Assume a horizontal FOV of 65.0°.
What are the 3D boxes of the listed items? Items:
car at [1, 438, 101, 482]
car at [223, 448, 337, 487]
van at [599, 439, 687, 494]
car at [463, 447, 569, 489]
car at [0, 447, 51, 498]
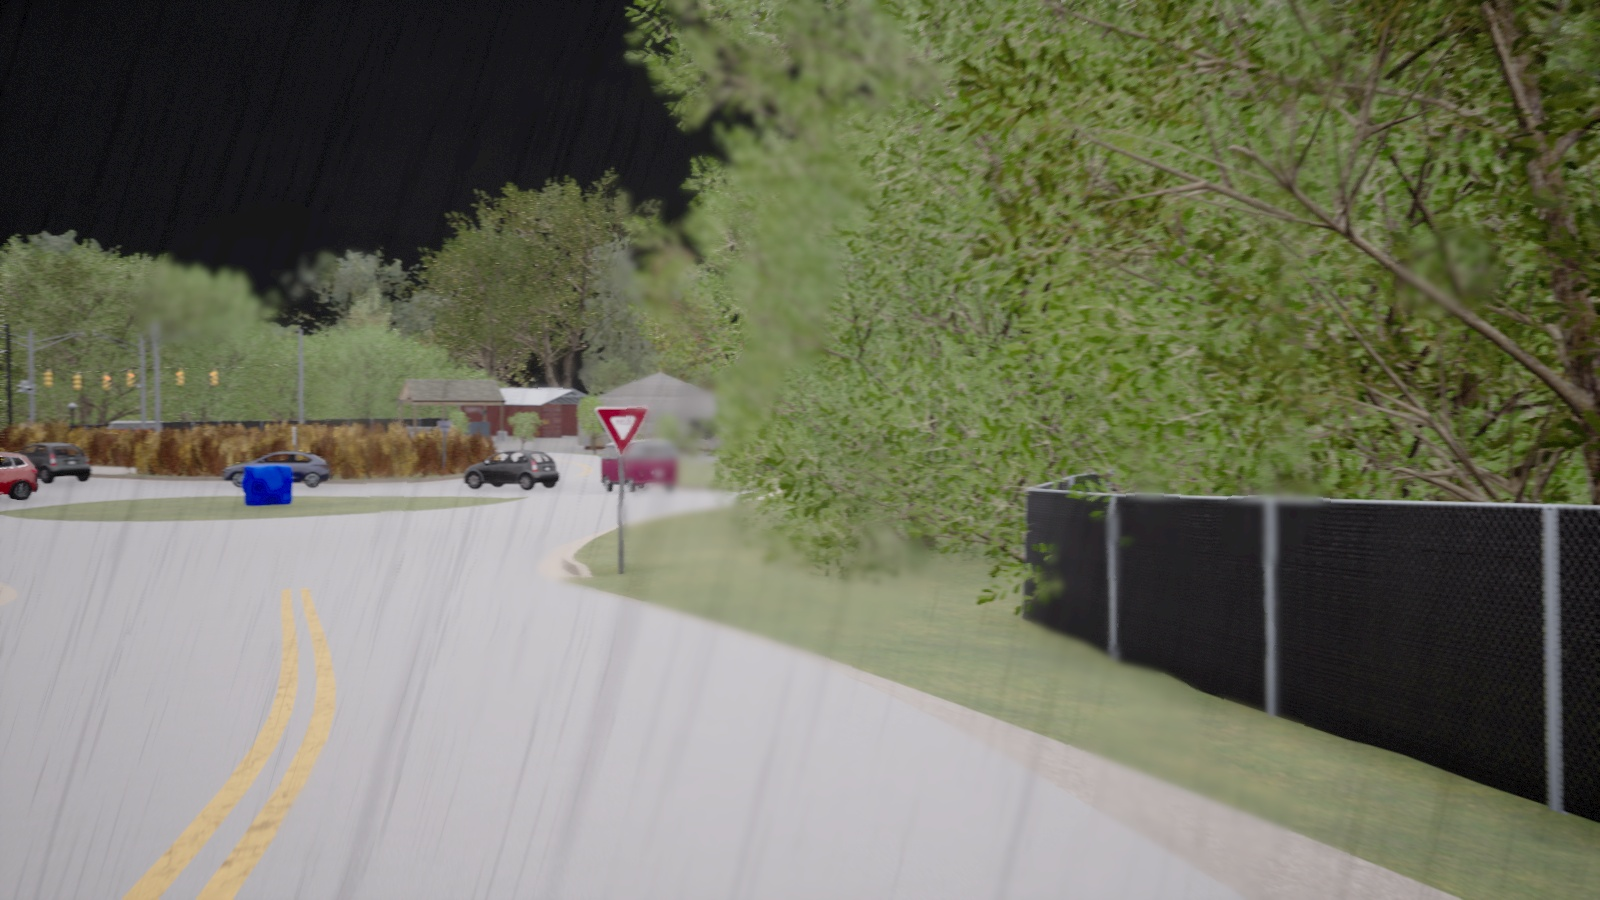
[{"bbox_3d":[-31.171,0.377,52.249,3.988,1.617,1.851,2,3,30],"label":"car"},{"bbox_3d":[-21.532,0.728,52.189,4.193,1.474,1.816,1,2,-17],"label":"car"},{"bbox_3d":[-6.093,0.612,48.352,1.775,1.987,4.442,-1,0,-29],"label":"van"},{"bbox_3d":[-11.825,0.723,52.209,3.988,1.617,1.851,0,2,26],"label":"car"},{"bbox_3d":[-27.763,0.772,41.579,2.242,1.667,4.611,1,1,24],"label":"car"}]
